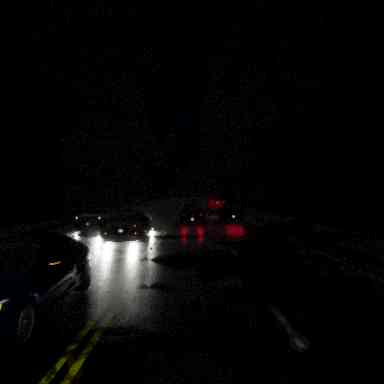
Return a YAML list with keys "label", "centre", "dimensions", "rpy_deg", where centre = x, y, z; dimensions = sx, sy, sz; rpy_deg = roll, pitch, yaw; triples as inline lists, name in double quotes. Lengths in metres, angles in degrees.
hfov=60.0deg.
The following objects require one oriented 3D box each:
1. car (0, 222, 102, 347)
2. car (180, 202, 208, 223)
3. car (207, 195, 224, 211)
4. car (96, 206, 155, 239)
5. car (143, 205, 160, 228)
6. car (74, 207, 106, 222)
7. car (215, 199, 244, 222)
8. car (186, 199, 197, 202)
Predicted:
- label: "car"
  centre: [-3.363, 1.562, 6.491]
  dimensions: [1.812, 1.442, 4.674]
  rpy_deg: [0, 0, 0]
- label: "car"
  centre: [0.025, 1.735, 26.754]
  dimensions: [1.895, 1.301, 4.718]
  rpy_deg: [0, 0, 0]
- label: "car"
  centre: [3.185, 1.453, 43.916]
  dimensions: [2.150, 2.045, 5.566]
  rpy_deg: [0, 0, 0]
- label: "car"
  centre: [-3.380, 1.656, 17.754]
  dimensions: [1.994, 1.385, 4.181]
  rpy_deg: [0, 0, 0]
- label: "car"
  centre: [-3.316, 1.694, 23.505]
  dimensions: [1.812, 1.442, 4.674]
  rpy_deg: [0, 0, 0]
- label: "car"
  centre: [-6.568, 1.727, 23.151]
  dimensions: [1.895, 1.301, 4.718]
  rpy_deg: [0, 0, 0]
- label: "car"
  centre: [3.223, 1.642, 28.080]
  dimensions: [1.837, 1.490, 4.892]
  rpy_deg: [0, 0, 0]
- label: "car"
  centre: [-0.036, 1.740, 45.615]
  dimensions: [2.128, 1.511, 4.902]
  rpy_deg: [0, 0, 0]
